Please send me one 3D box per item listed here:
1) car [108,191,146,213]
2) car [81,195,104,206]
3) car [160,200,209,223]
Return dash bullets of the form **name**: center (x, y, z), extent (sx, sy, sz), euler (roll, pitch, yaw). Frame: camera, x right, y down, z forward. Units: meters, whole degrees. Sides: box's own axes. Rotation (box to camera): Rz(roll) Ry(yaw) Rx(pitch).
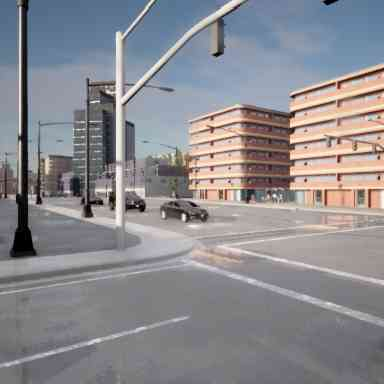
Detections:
- **car**: center (-6.666, 0.932, 33.688), extent (2.150, 2.045, 5.566), euler (0, 1, -34)
- **car**: center (-12.805, 1.082, 42.707), extent (1.994, 1.385, 4.181), euler (0, 1, -34)
- **car**: center (-0.655, 1.373, 24.866), extent (1.837, 1.490, 4.892), euler (0, 1, -34)
